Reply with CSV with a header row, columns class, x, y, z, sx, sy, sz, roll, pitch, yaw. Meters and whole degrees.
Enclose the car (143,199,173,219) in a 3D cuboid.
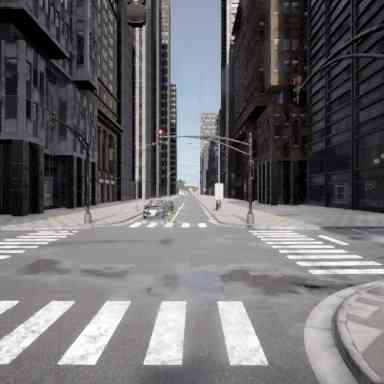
class,x,y,z,sx,sy,sz,roll,pitch,yaw
car,-3.161,1.500,29.481,2.128,1.511,4.902,0,0,0
